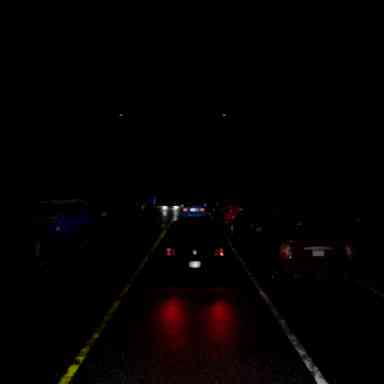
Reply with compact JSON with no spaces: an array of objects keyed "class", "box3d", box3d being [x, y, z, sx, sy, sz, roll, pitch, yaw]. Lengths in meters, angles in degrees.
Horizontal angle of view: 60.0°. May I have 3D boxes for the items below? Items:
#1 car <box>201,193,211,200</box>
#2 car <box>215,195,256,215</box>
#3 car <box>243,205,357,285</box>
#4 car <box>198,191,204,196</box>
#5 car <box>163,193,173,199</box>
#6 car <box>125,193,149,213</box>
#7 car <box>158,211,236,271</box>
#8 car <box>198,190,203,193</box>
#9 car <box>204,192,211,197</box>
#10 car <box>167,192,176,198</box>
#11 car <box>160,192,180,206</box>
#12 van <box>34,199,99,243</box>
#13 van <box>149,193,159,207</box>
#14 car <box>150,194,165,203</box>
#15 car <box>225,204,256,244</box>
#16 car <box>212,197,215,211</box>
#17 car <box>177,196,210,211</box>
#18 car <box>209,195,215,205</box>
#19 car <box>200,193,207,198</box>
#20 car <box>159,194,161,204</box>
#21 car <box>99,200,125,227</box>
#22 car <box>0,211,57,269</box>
[{"class":"car","box3d":[2.984,0.962,71.251,1.802,1.307,4.206,0,0,0]},{"class":"car","box3d":[2.824,1.132,20.525,2.192,1.841,5.009,0,1,0]},{"class":"car","box3d":[2.788,1.357,9.253,1.967,1.590,4.097,0,1,0]},{"class":"car","box3d":[2.544,0.978,59.950,1.837,1.490,4.892,0,0,0]},{"class":"car","box3d":[-5.523,0.898,76.909,1.947,1.339,4.313,0,0,0]},{"class":"car","box3d":[-5.665,1.157,31.817,1.967,1.590,4.097,0,1,0]},{"class":"car","box3d":[0.091,1.506,10.540,1.895,1.301,4.718,0,1,0]},{"class":"car","box3d":[3.020,0.868,82.524,1.802,1.307,4.206,0,0,0]},{"class":"car","box3d":[2.895,1.059,43.069,1.967,1.590,4.097,0,0,0]},{"class":"car","box3d":[-5.488,0.789,88.181,2.008,1.369,4.403,0,0,0]},{"class":"car","box3d":[-2.943,1.097,46.262,1.837,1.490,4.892,0,0,0]},{"class":"van","box3d":[-5.719,1.207,14.906,1.690,1.788,3.998,0,1,0]},{"class":"van","box3d":[-5.630,0.959,43.088,1.690,1.788,3.998,0,1,0]},{"class":"car","box3d":[-5.594,1.071,54.362,2.008,1.369,4.403,0,0,0]},{"class":"car","box3d":[2.807,1.433,14.891,1.947,1.339,4.313,0,1,0]},{"class":"car","box3d":[2.842,1.312,26.163,1.887,1.381,4.507,0,1,0]},{"class":"car","box3d":[0.149,1.311,26.582,2.033,1.411,5.357,0,1,0]},{"class":"car","box3d":[2.860,1.284,31.799,1.947,1.339,4.313,0,1,0]},{"class":"car","box3d":[3.037,0.822,88.160,1.802,1.307,4.206,0,0,0]},{"class":"car","box3d":[-5.612,1.096,48.556,1.752,1.417,4.829,0,0,0]},{"class":"car","box3d":[-5.701,1.256,20.544,1.967,1.590,4.097,0,1,0]},{"class":"car","box3d":[-5.736,1.461,9.271,1.887,1.381,4.507,0,1,0]}]
